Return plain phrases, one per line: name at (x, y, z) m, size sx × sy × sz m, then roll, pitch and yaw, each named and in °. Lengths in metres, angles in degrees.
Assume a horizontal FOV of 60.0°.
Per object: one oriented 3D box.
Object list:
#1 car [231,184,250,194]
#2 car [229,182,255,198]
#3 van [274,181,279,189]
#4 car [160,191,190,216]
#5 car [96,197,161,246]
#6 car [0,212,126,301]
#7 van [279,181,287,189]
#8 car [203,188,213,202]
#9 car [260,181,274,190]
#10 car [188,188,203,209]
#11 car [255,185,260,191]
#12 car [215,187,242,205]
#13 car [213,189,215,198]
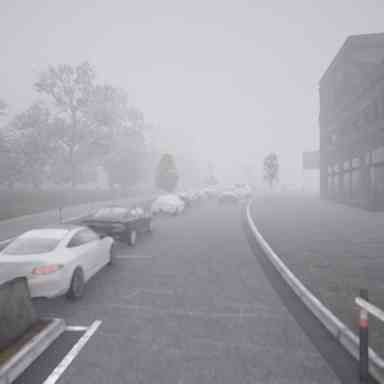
car at (9.210, -0.611, 63.202) m, size 2.231 × 1.521 × 4.892 m, roll -3°, pitch 1°, yaw 23°
car at (7.075, -0.254, 46.569) m, size 2.150 × 2.045 × 5.566 m, roll 0°, pitch 2°, yaw 17°
van at (19.636, -1.635, 83.078) m, size 1.878 × 1.987 × 4.442 m, roll -3°, pitch 1°, yaw 30°
car at (-1.734, 0.948, 24.967) m, size 2.002 × 1.452 × 4.674 m, roll -1°, pitch 2°, yaw 9°
car at (-3.034, 1.274, 14.517) m, size 2.097 × 1.535 × 5.008 m, roll 1°, pitch 3°, yaw 7°
car at (-3.291, 1.554, 8.385) m, size 2.002 × 1.452 × 4.674 m, roll -2°, pitch 2°, yaw 2°
van at (22.691, -1.811, 87.761) m, size 1.878 × 1.987 × 4.442 m, roll -2°, pitch 1°, yaw 35°
car at (0.501, 0.444, 36.687) m, size 2.231 × 1.521 × 4.892 m, roll 0°, pitch 3°, yaw 14°
car at (16.821, -1.230, 78.344) m, size 1.946 × 1.575 × 5.366 m, roll -3°, pitch 1°, yaw 31°
car at (-0.662, 0.677, 31.101) m, size 2.097 × 1.535 × 5.008 m, roll -1°, pitch 3°, yaw 12°
car at (11.529, -1.074, 68.314) m, size 2.435 × 2.045 × 5.566 m, roll -3°, pitch 1°, yaw 25°
car at (3.863, 0.532, 34.461) m, size 1.812 × 1.442 × 4.674 m, roll 0°, pitch 2°, yaw 12°
car at (2.068, 0.198, 42.812) m, size 2.097 × 1.535 × 5.008 m, roll 0°, pitch 2°, yaw 16°
